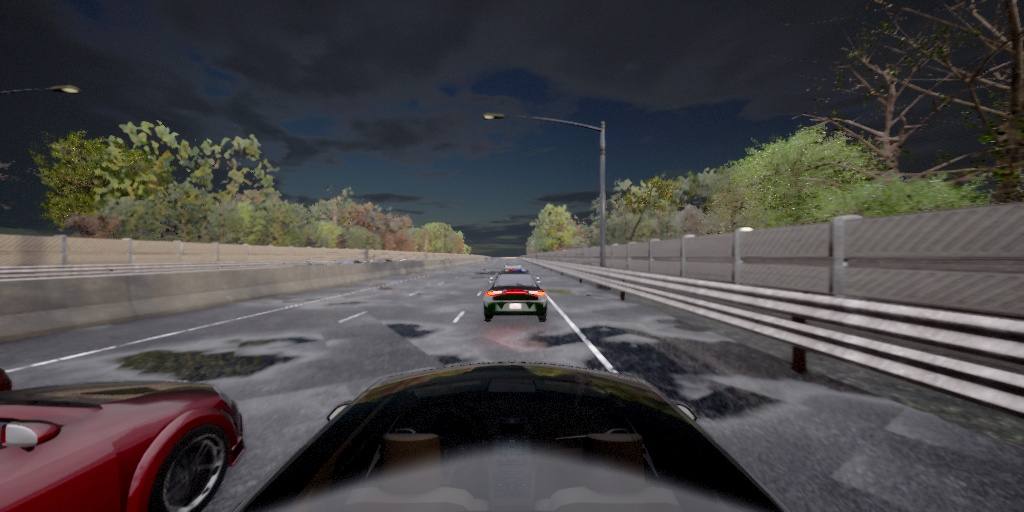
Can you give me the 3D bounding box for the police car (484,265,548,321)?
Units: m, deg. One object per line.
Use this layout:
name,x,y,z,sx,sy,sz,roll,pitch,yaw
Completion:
police car,0.105,1.262,12.679,2.038,1.542,4.974,0,0,0

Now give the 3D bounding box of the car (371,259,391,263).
car,-17.554,1.135,48.021,2.097,1.767,4.553,0,0,0

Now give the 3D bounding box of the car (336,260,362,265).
car,-21.057,1.261,46.465,1.882,1.535,5.008,0,0,0

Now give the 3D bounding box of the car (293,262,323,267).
car,-24.563,1.382,43.778,1.895,1.301,4.718,0,0,0

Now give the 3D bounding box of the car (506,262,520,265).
car,0.117,1.380,44.339,1.895,1.301,4.718,0,0,0

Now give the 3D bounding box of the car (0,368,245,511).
car,-3.400,1.314,1.496,1.994,1.385,4.181,0,0,0

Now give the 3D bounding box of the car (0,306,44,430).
car,-6.899,1.315,2.425,1.994,1.385,4.181,0,0,0
